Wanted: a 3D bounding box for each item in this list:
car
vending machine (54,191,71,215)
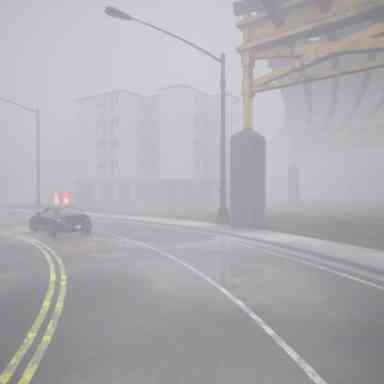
[{"bbox_3d":[-6.657,1.385,16.730,1.812,1.442,4.674,0,1,-41],"label":"car"},{"bbox_3d":[-11.560,0.947,29.640,0.880,2.100,1.100,0,1,33],"label":"vending machine"}]
